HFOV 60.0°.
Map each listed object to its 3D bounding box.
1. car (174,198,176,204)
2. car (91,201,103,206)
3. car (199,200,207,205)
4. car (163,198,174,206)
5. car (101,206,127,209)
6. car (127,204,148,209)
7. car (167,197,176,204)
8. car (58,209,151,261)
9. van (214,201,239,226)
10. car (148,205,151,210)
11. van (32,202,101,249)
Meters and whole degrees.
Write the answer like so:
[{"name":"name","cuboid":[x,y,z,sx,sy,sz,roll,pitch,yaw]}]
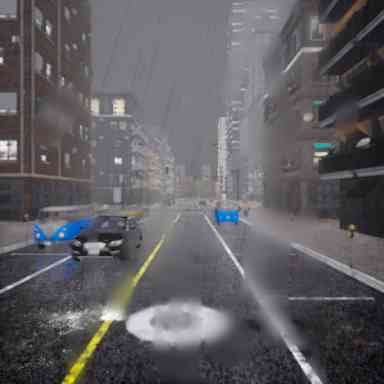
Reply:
[{"name":"car","cuboid":[-5.700,2.458,81.589,1.967,1.590,4.097,-1,-1,0]},{"name":"car","cuboid":[-17.883,2.218,57.846,4.829,1.417,1.752,0,0,0]},{"name":"car","cuboid":[2.648,2.564,81.645,1.887,1.381,4.507,-1,-1,0]},{"name":"car","cuboid":[-5.699,2.491,75.940,1.887,1.381,4.507,-1,-1,0]},{"name":"car","cuboid":[-5.700,1.807,20.885,2.008,1.369,4.403,-1,-1,0]},{"name":"car","cuboid":[-5.700,1.920,32.043,1.752,1.417,4.829,-1,-1,0]},{"name":"car","cuboid":[-5.702,2.479,92.888,2.192,1.841,5.009,-1,-1,0]},{"name":"car","cuboid":[-3.099,1.651,12.957,2.128,1.511,4.902,0,-1,0]},{"name":"van","cuboid":[2.677,1.668,26.516,1.690,1.788,3.998,-1,-1,0]},{"name":"car","cuboid":[-5.700,2.017,37.876,2.008,1.369,4.403,-1,-1,0]},{"name":"van","cuboid":[-5.704,1.528,15.225,1.690,1.788,3.998,-1,-1,0]}]
